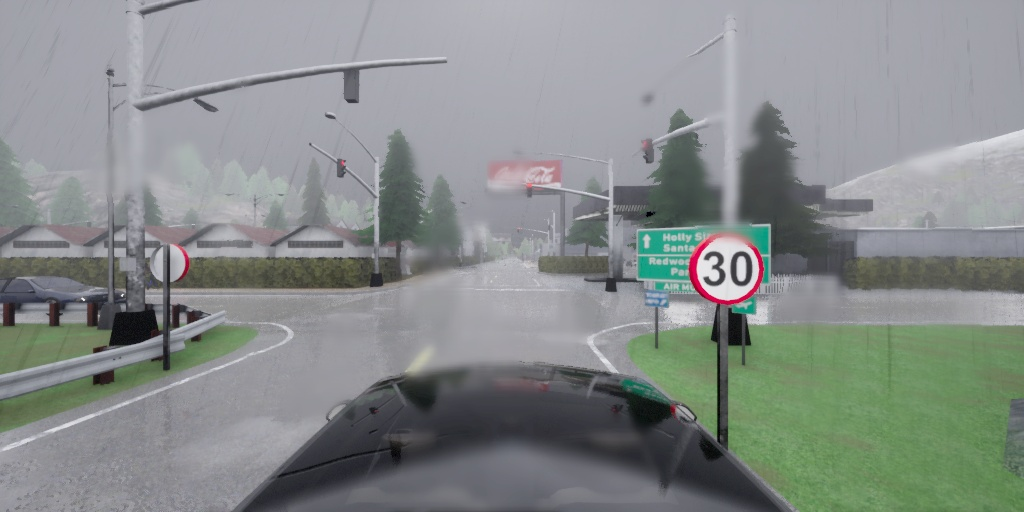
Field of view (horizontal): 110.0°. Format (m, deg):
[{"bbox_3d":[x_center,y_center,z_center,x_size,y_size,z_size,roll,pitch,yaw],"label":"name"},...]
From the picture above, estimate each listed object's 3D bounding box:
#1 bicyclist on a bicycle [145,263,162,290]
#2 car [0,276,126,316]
[{"bbox_3d":[-21.677,1.244,21.354,0.582,1.620,1.656,0,0,1],"label":"bicyclist on a bicycle"},{"bbox_3d":[-18.324,1.489,13.794,5.357,1.411,2.033,0,0,-2],"label":"car"}]
